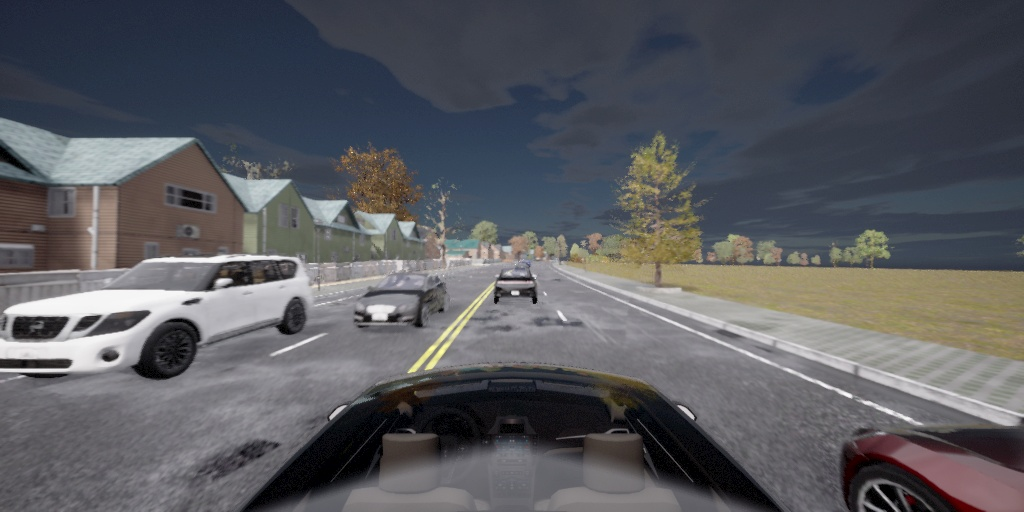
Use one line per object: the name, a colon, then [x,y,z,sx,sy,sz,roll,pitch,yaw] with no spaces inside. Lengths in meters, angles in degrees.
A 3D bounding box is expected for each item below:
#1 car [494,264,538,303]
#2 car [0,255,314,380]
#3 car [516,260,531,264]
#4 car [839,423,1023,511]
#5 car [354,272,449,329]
car: [0.186,1.294,16.978,2.128,1.511,4.902,0,0,1]
car: [-6.567,0.983,7.635,2.150,2.045,5.566,0,0,0]
car: [1.491,1.510,51.459,1.994,1.385,4.181,0,0,3]
car: [3.244,1.255,0.500,2.163,1.488,4.792,0,0,0]
car: [-3.273,1.271,11.420,2.128,1.511,4.902,0,0,1]
